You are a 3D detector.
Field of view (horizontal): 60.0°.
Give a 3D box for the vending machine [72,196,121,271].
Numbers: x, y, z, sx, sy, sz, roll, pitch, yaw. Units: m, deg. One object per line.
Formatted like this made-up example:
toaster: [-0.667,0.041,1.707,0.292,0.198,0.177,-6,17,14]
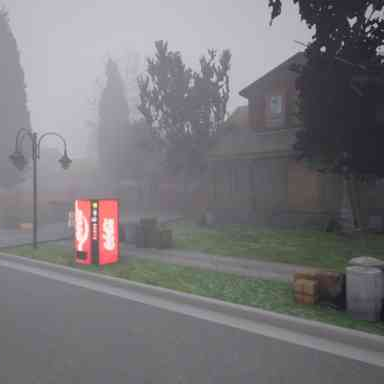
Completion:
vending machine: [-2.889,1.195,10.100,0.880,2.100,1.100,0,0,36]
